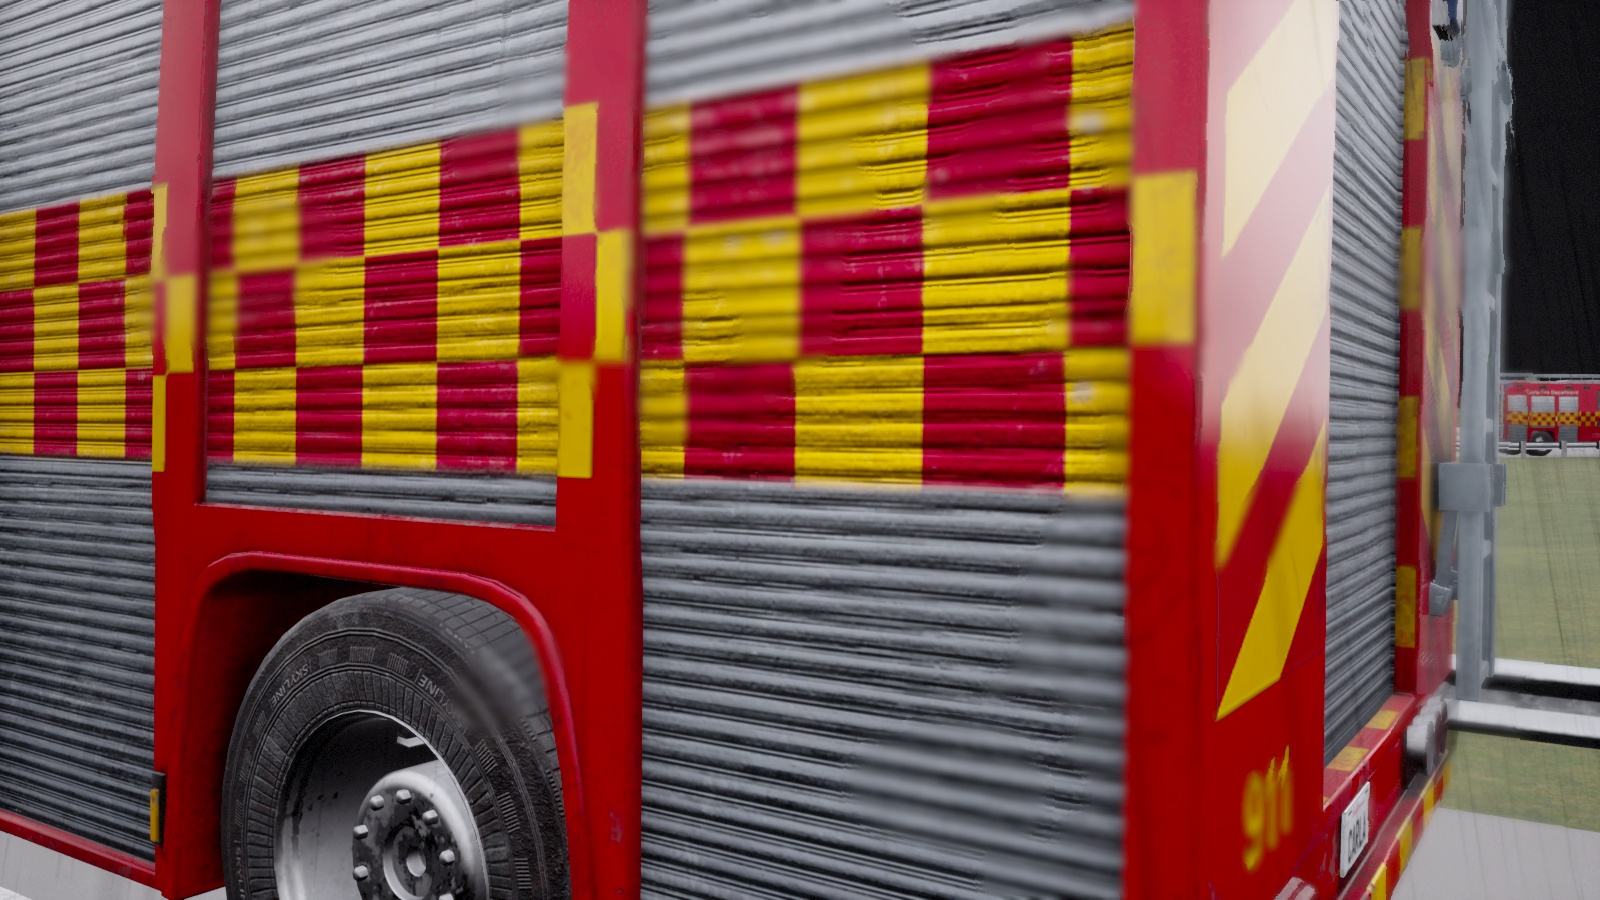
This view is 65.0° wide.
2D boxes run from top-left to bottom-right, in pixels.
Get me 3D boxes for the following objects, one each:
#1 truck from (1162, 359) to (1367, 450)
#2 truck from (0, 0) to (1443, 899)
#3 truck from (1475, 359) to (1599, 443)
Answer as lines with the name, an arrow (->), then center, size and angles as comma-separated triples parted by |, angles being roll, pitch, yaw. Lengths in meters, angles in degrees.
truck -> 20.983, -1.983, 56.900 | 8.468, 3.827, 2.891 | -1, 2, 24
truck -> -2.277, -0.483, 5.145 | 8.468, 3.827, 2.891 | 0, 1, 34
truck -> 36.728, -2.319, 59.112 | 8.468, 3.827, 2.891 | -1, 1, -3
